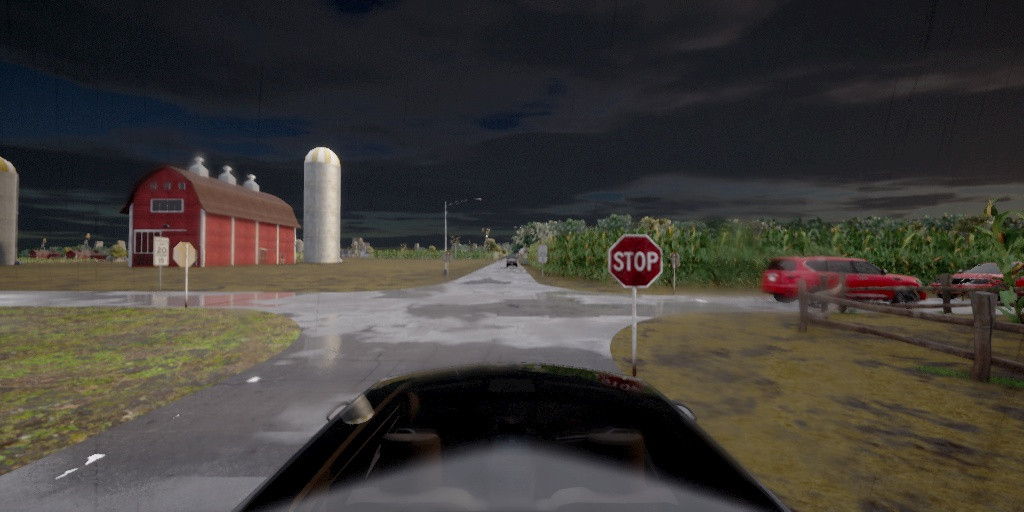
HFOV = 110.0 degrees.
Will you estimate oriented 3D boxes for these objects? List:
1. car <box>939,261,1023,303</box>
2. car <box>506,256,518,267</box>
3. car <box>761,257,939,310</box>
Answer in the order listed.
[{"bbox_3d":[24.329,1.268,17.688,5.566,2.045,2.150,1,-1,0],"label":"car"},{"bbox_3d":[-0.011,1.152,61.651,1.882,1.535,5.008,0,0,0],"label":"car"},{"bbox_3d":[13.642,1.091,15.020,5.566,2.045,2.150,1,-1,2],"label":"car"}]
